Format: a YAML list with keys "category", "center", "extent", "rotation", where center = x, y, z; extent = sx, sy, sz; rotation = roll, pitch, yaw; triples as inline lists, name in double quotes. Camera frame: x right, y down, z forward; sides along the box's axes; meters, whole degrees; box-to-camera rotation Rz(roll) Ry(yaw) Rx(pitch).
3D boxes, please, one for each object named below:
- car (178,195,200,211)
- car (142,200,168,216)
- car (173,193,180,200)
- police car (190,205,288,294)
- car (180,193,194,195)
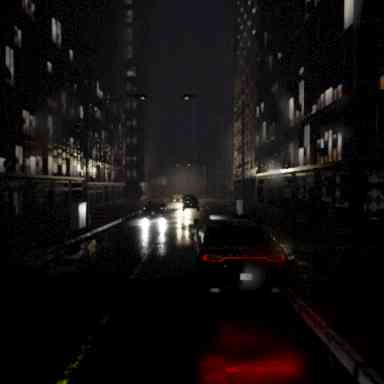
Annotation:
- category: "car"
  center: [-0.114, 1.338, 36.678]
  extent: [2.033, 1.411, 5.357]
  rotation: [0, 0, 0]
- category: "car"
  center: [-3.257, 1.428, 29.833]
  extent: [1.895, 1.301, 4.718]
  rotation: [0, 0, 0]
- category: "car"
  center: [-3.431, 0.929, 81.399]
  extent: [2.097, 1.767, 4.553]
  rotation: [0, 0, 0]
- category: "police car"
  center: [1.005, 1.372, 8.822]
  extent: [1.930, 1.638, 5.238]
  rotation: [0, 0, 0]
- category: "car"
  center: [-0.244, 1.086, 47.665]
  extent: [2.097, 1.767, 4.553]
  rotation: [0, 0, 0]
